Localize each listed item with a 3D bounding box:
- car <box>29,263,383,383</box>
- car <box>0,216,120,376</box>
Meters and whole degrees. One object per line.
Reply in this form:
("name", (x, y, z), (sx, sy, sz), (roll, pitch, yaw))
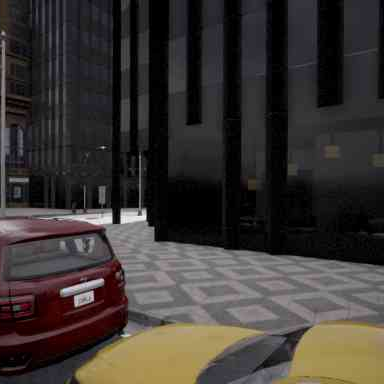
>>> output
("car", (1.092, 1.525, 2.180), (4.829, 1.417, 1.752), (0, 0, 35))
("car", (-3.189, 1.314, 5.228), (5.009, 1.841, 2.192), (0, 0, 35))
